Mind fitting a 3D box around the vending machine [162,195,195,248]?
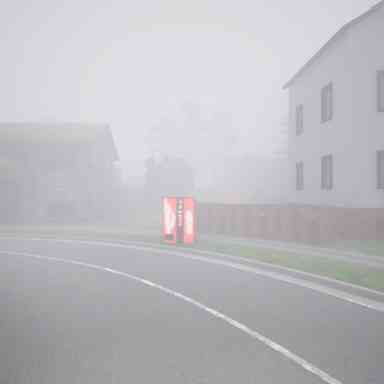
[{"bbox_3d":[-0.548,1.195,14.005,0.880,2.100,1.100,0,0,38],"label":"vending machine"}]
